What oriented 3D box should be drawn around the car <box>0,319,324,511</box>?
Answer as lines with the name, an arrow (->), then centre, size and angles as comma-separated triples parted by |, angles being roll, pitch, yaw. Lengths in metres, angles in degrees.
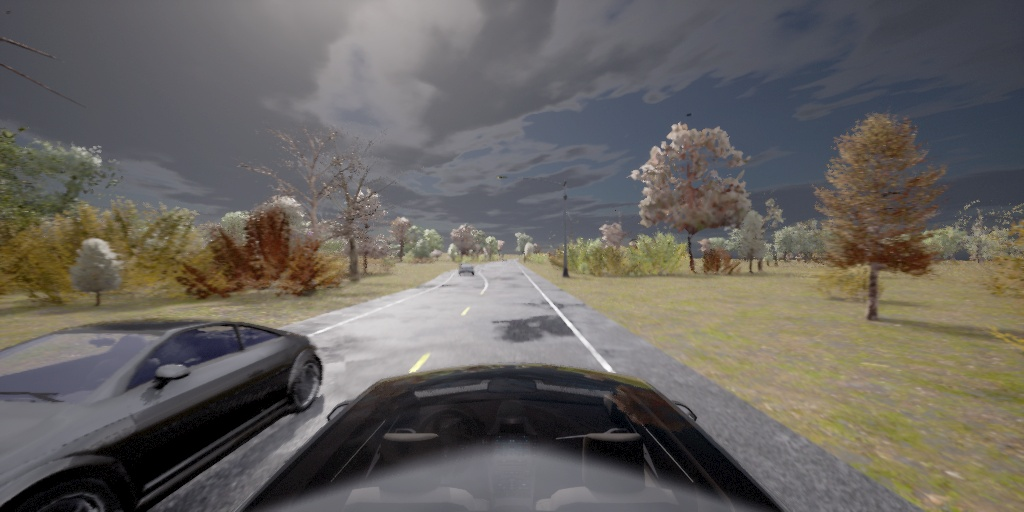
car -> -3.604, 1.329, 3.284 | 1.994, 1.385, 4.181 | 0, -1, 0

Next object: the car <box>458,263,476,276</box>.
car -> -5.504, 1.615, 43.507 | 1.812, 1.442, 4.674 | 0, 0, -7
